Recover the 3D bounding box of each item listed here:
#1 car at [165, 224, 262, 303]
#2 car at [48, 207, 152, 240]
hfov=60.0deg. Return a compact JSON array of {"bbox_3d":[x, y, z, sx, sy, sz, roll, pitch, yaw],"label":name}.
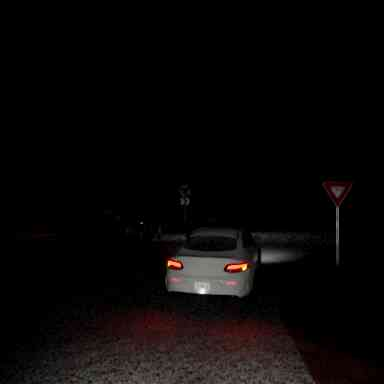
[{"bbox_3d":[0.692,1.520,8.214,1.812,1.442,4.674,0,0,13],"label":"car"},{"bbox_3d":[-4.472,1.483,16.430,4.902,1.511,2.128,0,0,-2],"label":"car"}]
